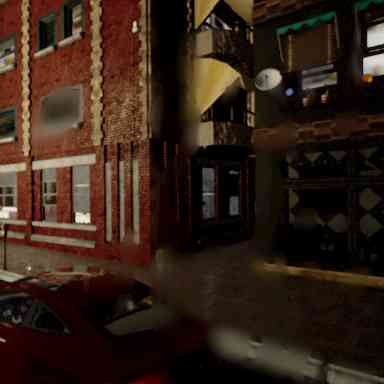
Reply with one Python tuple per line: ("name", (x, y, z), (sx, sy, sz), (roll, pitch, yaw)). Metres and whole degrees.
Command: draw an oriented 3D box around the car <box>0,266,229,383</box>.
("car", (-1.581, 1.580, 3.979), (4.206, 1.307, 1.802), (0, -1, 36))
